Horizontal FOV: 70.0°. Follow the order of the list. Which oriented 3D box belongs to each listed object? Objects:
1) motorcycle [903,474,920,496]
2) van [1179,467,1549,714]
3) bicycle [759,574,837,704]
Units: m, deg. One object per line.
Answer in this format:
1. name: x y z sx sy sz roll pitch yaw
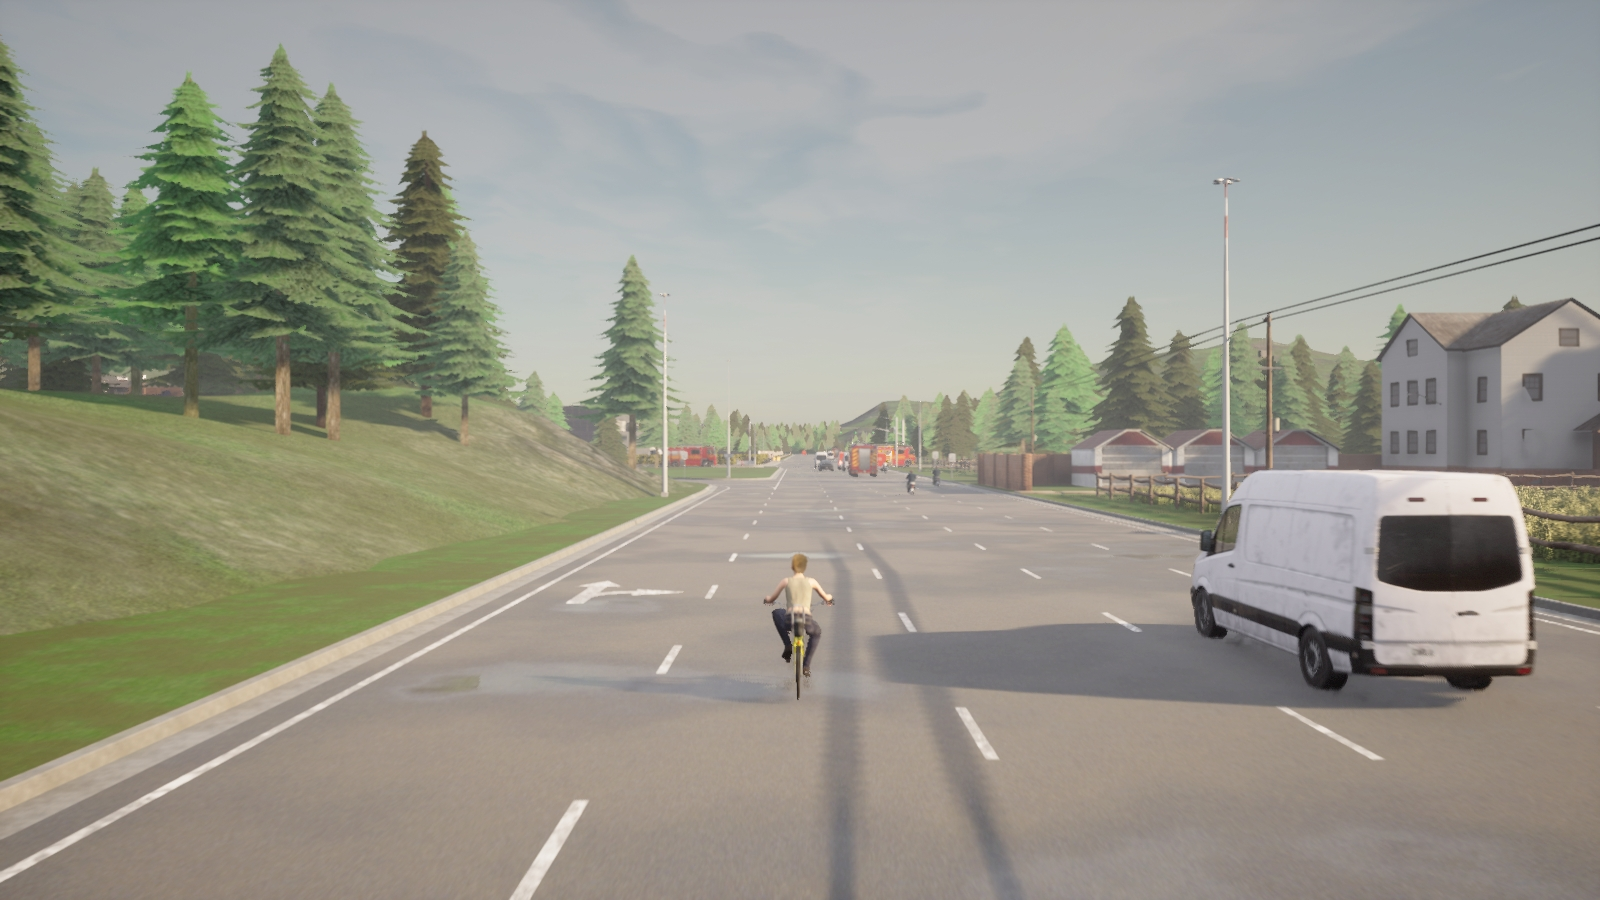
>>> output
1. motorcycle: 6.943 2.172 71.208 0.856 1.316 1.805 0 0 0
2. van: 7.005 1.541 15.165 1.988 2.561 5.915 0 0 0
3. bicycle: -0.015 2.164 13.344 0.859 1.276 1.487 0 0 0
